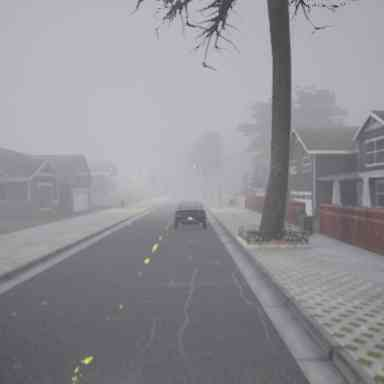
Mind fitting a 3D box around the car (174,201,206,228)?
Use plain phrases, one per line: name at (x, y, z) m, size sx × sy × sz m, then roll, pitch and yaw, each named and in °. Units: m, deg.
car at (-0.111, 1.325, 21.032) m, size 1.882 × 1.535 × 5.008 m, roll 0°, pitch 0°, yaw 0°
